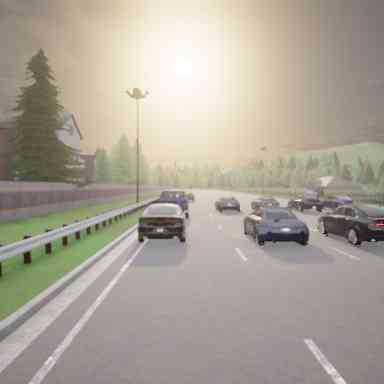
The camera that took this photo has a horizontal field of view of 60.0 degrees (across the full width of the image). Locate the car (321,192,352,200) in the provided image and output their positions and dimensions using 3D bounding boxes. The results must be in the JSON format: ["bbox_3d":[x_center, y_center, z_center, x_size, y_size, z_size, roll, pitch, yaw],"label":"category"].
[{"bbox_3d":[13.765,1.015,31.419,1.812,1.442,4.674,0,1,-1],"label":"car"}]

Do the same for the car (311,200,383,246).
[{"bbox_3d":[6.944,1.277,13.929,1.837,1.490,4.892,0,1,-1],"label":"car"}]

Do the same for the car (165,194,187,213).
[{"bbox_3d":[-1.381,1.004,30.849,1.837,1.490,4.892,0,1,-1],"label":"car"}]

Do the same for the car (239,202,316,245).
[{"bbox_3d":[3.441,1.331,14.260,1.994,1.385,4.181,0,1,-1],"label":"car"}]

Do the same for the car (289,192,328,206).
[{"bbox_3d":[10.274,1.010,30.404,1.837,1.490,4.892,0,1,-1],"label":"car"}]

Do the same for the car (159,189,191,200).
[{"bbox_3d":[-1.319,0.820,24.875,2.150,2.045,5.566,0,1,-1],"label":"car"}]

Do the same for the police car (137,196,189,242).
[{"bbox_3d":[-1.217,1.181,14.960,1.930,1.638,5.238,0,1,-1],"label":"police car"}]

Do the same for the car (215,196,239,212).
[{"bbox_3d":[3.268,1.060,31.020,1.994,1.385,4.181,0,1,-1],"label":"car"}]

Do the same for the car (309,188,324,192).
[{"bbox_3d":[22.279,0.221,61.195,3.866,1.878,1.905,0,1,-1],"label":"car"}]

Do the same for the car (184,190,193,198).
[{"bbox_3d":[-0.685,0.445,65.474,1.837,1.490,4.892,0,1,-1],"label":"car"}]

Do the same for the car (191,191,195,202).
[{"bbox_3d":[-0.531,0.674,50.467,2.128,1.511,4.902,0,1,-1],"label":"car"}]

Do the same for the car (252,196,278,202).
[{"bbox_3d":[6.772,1.063,30.834,1.994,1.385,4.181,0,1,-1],"label":"car"}]
